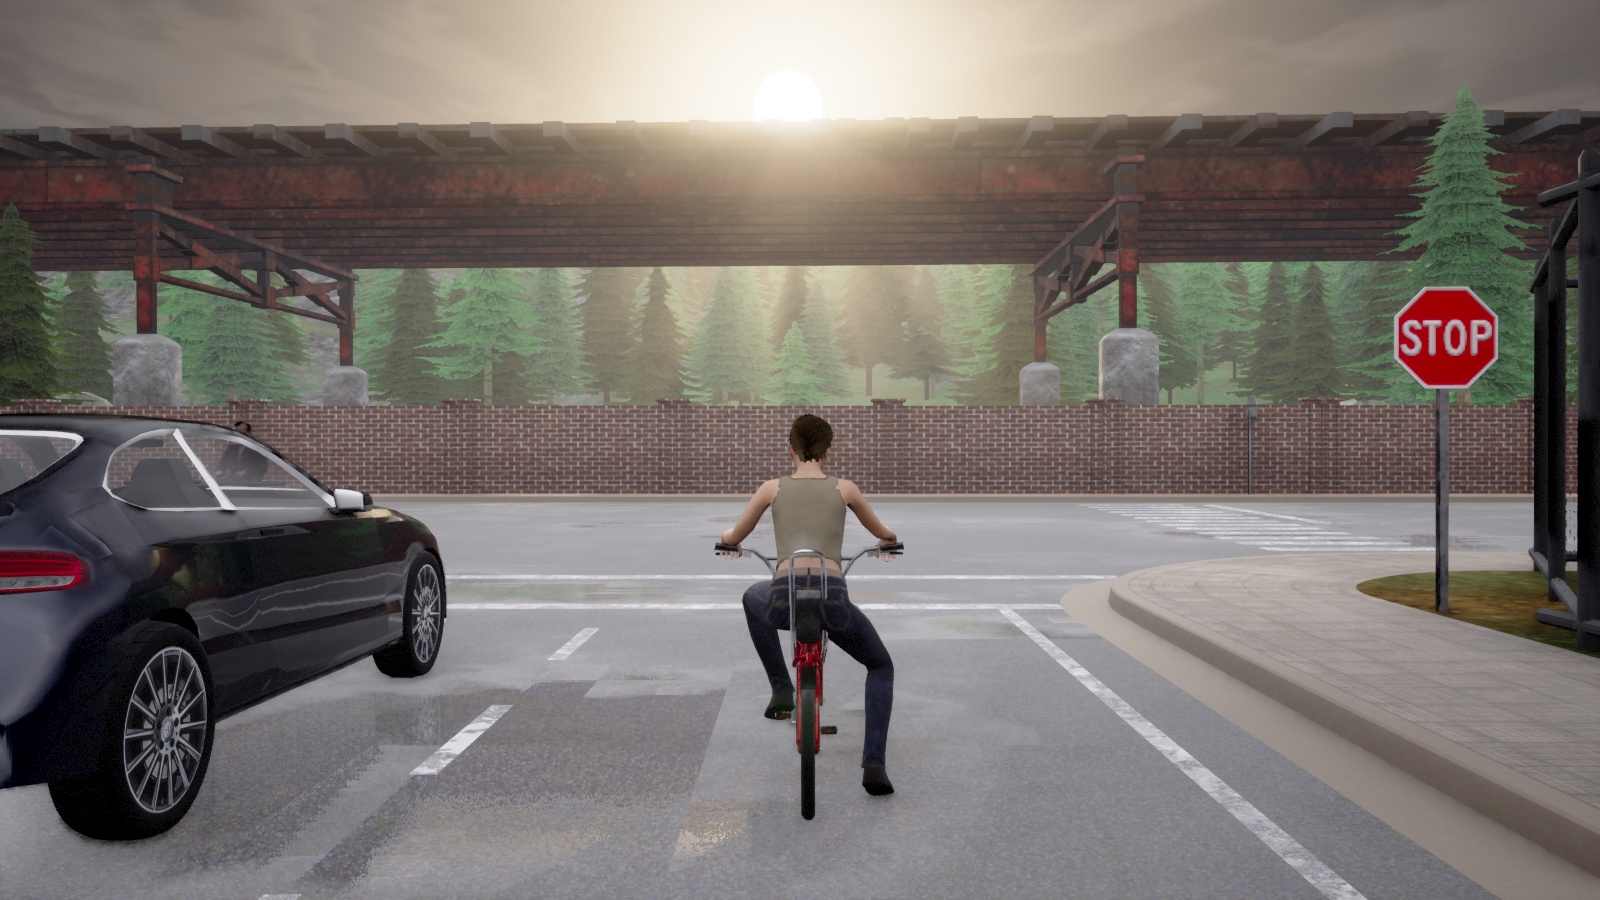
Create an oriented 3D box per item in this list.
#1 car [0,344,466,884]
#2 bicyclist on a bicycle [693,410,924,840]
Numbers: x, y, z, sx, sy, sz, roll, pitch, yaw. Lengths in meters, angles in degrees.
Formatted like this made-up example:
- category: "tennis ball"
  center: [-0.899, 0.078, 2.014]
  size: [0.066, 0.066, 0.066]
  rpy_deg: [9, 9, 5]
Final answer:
- category: "car"
  center: [-3.448, 0.486, 6.353]
  size: [2.152, 1.651, 5.027]
  rpy_deg: [0, 0, 0]
- category: "bicyclist on a bicycle"
  center: [0.039, 0.652, 5.464]
  size: [0.866, 1.612, 1.509]
  rpy_deg: [0, 0, 1]
